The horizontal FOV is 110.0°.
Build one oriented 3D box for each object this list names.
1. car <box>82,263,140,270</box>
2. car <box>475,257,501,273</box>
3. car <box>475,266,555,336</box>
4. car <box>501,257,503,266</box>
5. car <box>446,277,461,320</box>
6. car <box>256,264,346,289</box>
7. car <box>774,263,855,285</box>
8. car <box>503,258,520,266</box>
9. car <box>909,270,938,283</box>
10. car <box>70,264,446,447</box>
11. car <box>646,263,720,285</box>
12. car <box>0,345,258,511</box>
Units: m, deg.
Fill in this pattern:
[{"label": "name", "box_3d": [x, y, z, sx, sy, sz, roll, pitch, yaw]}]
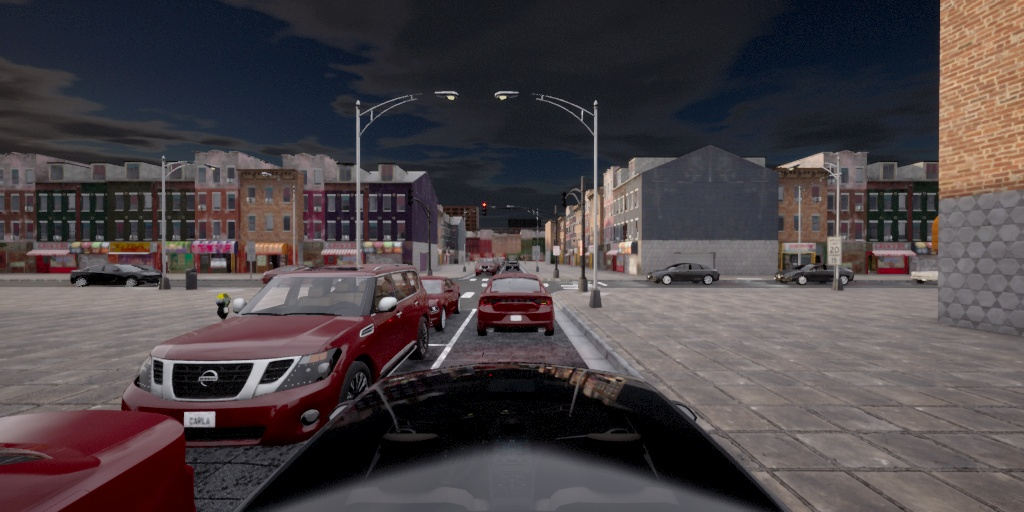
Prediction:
[{"label": "car", "box_3d": [-24.922, 1.220, 22.861, 5.008, 1.535, 1.882, 0, 0, 0]}, {"label": "car", "box_3d": [-2.652, 1.072, 37.391, 2.192, 1.841, 5.009, 0, 0, 0]}, {"label": "car", "box_3d": [0.093, 1.227, 10.445, 1.882, 1.535, 5.008, 0, 0, 0]}, {"label": "car", "box_3d": [-2.657, 1.081, 48.245, 2.192, 1.841, 5.009, 0, 0, 0]}, {"label": "car", "box_3d": [-2.642, 1.294, 10.982, 1.888, 1.381, 4.507, 0, 0, 0]}, {"label": "car", "box_3d": [-13.348, 1.278, 22.881, 4.674, 1.442, 1.812, 0, 0, -1]}, {"label": "car", "box_3d": [21.609, 1.277, 25.744, 4.892, 1.490, 1.837, 0, 0, 0]}, {"label": "car", "box_3d": [0.084, 1.274, 50.491, 1.837, 1.490, 4.892, 0, 0, 0]}, {"label": "car", "box_3d": [31.770, 1.390, 25.727, 4.718, 1.301, 1.895, 0, 0, 0]}, {"label": "car", "box_3d": [-2.640, 1.064, 5.548, 2.192, 1.841, 5.009, 0, 0, 0]}, {"label": "car", "box_3d": [12.218, 1.264, 25.757, 4.892, 1.490, 1.837, 0, 0, 0]}, {"label": "car", "box_3d": [-2.638, 1.295, 0.115, 1.888, 1.381, 4.507, 0, 0, 0]}]
